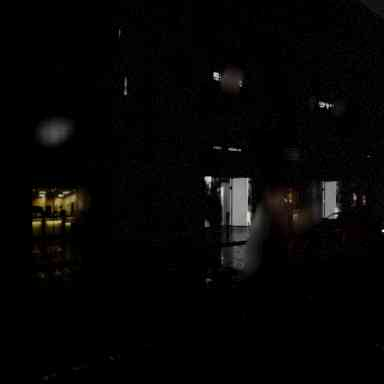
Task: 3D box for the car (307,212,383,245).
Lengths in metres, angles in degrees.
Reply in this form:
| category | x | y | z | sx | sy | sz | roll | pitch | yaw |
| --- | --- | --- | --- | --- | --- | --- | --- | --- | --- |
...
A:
| category | x | y | z | sx | sy | sz | roll | pitch | yaw |
| --- | --- | --- | --- | --- | --- | --- | --- | --- | --- |
| car | 7.172 | 1.583 | 15.538 | 4.206 | 1.307 | 1.802 | 0 | 0 | -35 |
